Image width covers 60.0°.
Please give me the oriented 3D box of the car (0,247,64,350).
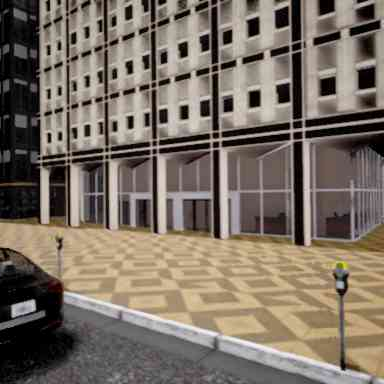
[{"bbox_3d":[-3.964,1.626,5.702,4.313,1.339,1.947,-1,-1,35],"label":"car"}]
